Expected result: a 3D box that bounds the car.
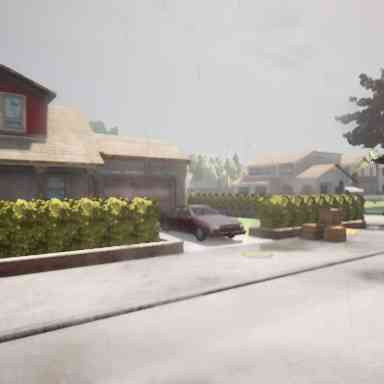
[{"bbox_3d":[0.135,1.325,15.505,2.033,1.415,5.357,0,0,-33],"label":"car"}]
